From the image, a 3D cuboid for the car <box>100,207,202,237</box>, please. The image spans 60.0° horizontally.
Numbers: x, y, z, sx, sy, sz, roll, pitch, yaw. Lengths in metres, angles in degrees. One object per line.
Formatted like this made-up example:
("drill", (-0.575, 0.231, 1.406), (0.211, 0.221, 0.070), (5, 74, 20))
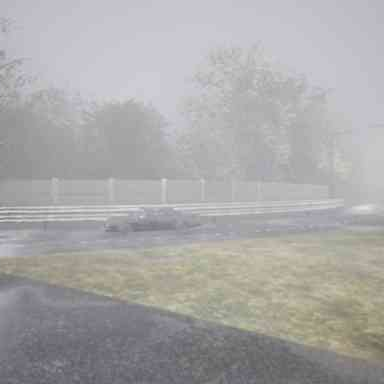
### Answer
("car", (-2.138, 1.519, 17.965), (5.357, 1.411, 2.033), (0, 0, -23))
